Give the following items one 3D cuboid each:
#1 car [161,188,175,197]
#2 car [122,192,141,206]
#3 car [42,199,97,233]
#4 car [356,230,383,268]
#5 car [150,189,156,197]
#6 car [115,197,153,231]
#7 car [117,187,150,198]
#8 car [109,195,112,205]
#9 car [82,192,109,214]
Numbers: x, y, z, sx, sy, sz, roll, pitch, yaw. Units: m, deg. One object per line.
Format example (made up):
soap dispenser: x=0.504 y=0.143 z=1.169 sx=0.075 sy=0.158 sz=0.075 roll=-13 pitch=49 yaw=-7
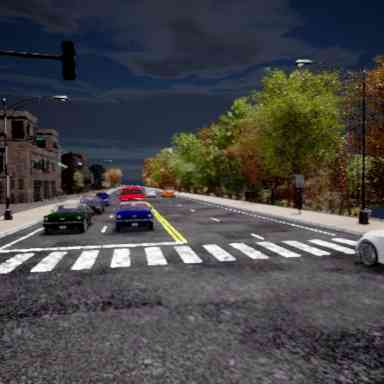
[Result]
car: x=-4.237 y=-0.013 z=58.817 sx=2.097 sy=1.767 sz=4.553 roll=-1 pitch=1 yaw=-11
car: x=-6.870 y=0.746 z=37.589 sx=1.994 sy=1.385 sz=4.181 roll=-1 pitch=1 yaw=-10
car: x=-6.337 y=1.261 z=17.394 sx=1.895 sy=1.301 sz=4.718 roll=-1 pitch=1 yaw=-11
car: x=5.720 y=1.261 z=7.269 sx=1.812 sy=1.442 sz=4.674 roll=-1 pitch=1 yaw=-11
car: x=-7.448 y=0.217 z=58.329 sx=1.812 sy=1.442 sz=4.674 roll=-1 pitch=1 yaw=-11
car: x=-3.145 y=1.202 z=18.005 sx=1.895 sy=1.301 sz=4.718 roll=-1 pitch=1 yaw=-11
car: x=-5.011 y=0.615 z=27.708 sx=2.150 sy=2.045 sz=5.566 roll=-1 pitch=1 yaw=-11
car: x=-10.040 y=0.769 z=36.863 sx=1.812 sy=1.442 sz=4.674 roll=-1 pitch=1 yaw=-11
car: x=-8.176 y=1.002 z=27.002 sx=2.033 sy=1.411 sz=5.357 roll=-1 pitch=1 yaw=-11
